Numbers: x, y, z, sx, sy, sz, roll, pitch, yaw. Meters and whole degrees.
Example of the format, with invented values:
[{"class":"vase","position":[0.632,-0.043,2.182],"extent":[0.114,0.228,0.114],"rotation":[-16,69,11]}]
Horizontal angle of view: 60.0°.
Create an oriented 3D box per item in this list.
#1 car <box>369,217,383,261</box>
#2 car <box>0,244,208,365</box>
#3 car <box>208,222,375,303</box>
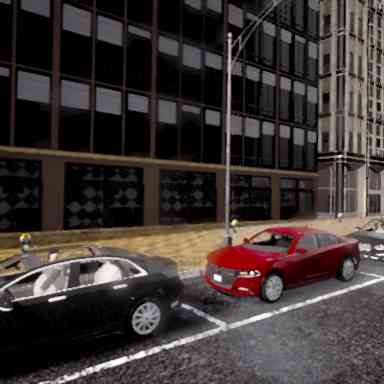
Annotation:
[{"class":"car","position":[6.908,1.556,11.470],"extent":[4.403,1.369,2.008],"rotation":[0,1,-35]},{"class":"car","position":[-2.169,1.551,4.995],"extent":[4.403,1.369,2.008],"rotation":[0,1,-35]},{"class":"car","position":[2.369,1.547,8.233],"extent":[4.507,1.381,1.887],"rotation":[0,1,-35]}]
